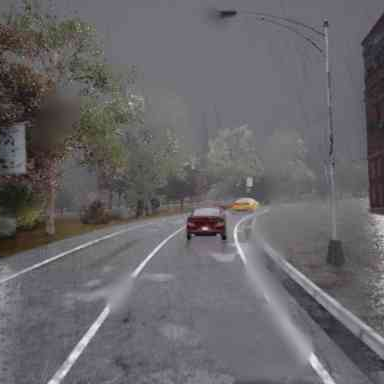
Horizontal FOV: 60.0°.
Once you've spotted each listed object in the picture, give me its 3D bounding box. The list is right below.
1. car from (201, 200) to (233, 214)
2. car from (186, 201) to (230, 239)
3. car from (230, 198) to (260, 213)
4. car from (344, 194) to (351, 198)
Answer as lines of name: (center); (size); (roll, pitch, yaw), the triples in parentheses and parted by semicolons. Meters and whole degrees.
car: (2.838, 1.628, 36.960); (1.895, 1.301, 4.718); (-3, -1, 25)
car: (0.870, 1.460, 17.190); (1.882, 1.535, 5.008); (-1, 0, 7)
car: (5.765, 1.368, 34.933); (1.882, 1.535, 5.008); (-3, -1, 23)
car: (31.474, 0.704, 67.220); (4.181, 1.385, 1.994); (-3, -3, -29)
